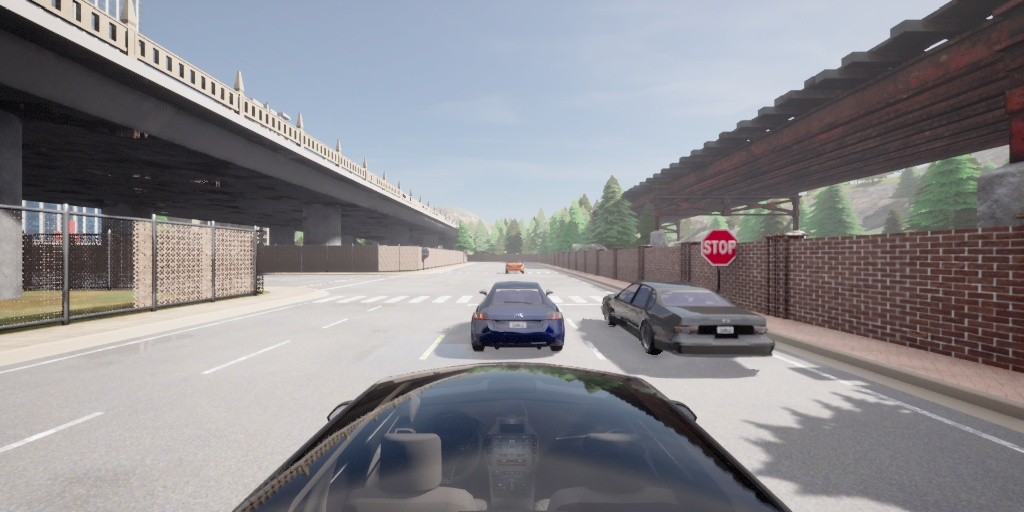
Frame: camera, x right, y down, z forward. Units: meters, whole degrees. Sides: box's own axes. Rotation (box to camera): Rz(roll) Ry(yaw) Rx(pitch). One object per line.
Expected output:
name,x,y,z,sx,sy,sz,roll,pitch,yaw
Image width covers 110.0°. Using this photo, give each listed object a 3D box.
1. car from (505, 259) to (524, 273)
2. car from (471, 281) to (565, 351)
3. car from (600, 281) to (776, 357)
car,0.297,1.102,42.951,2.097,1.767,4.553,0,0,0
car,0.116,1.314,8.993,1.994,1.385,4.181,0,0,0
car,3.615,1.298,8.583,2.033,1.411,5.357,0,0,0
